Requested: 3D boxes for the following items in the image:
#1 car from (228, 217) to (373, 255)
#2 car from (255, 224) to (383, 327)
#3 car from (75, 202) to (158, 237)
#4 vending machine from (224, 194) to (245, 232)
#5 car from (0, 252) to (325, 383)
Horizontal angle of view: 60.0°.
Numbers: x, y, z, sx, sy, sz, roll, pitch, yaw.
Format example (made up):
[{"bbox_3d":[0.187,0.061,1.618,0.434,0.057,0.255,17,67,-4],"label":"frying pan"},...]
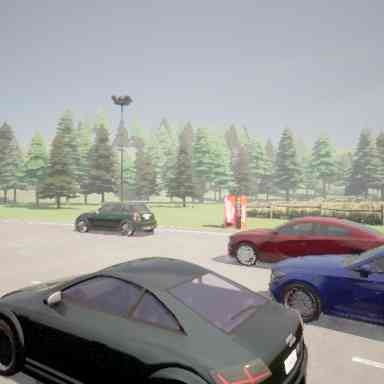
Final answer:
[{"bbox_3d":[3.468,1.477,9.817,5.008,1.535,1.882,0,0,33],"label":"car"},{"bbox_3d":[3.628,1.525,5.500,4.674,1.442,1.812,0,0,35],"label":"car"},{"bbox_3d":[-4.216,1.352,18.248,4.553,1.767,2.097,0,0,27],"label":"car"},{"bbox_3d":[2.499,1.195,19.379,0.880,2.100,1.100,0,0,30],"label":"vending machine"},{"bbox_3d":[-0.754,1.564,4.227,4.181,1.385,1.994,0,0,32],"label":"car"}]
